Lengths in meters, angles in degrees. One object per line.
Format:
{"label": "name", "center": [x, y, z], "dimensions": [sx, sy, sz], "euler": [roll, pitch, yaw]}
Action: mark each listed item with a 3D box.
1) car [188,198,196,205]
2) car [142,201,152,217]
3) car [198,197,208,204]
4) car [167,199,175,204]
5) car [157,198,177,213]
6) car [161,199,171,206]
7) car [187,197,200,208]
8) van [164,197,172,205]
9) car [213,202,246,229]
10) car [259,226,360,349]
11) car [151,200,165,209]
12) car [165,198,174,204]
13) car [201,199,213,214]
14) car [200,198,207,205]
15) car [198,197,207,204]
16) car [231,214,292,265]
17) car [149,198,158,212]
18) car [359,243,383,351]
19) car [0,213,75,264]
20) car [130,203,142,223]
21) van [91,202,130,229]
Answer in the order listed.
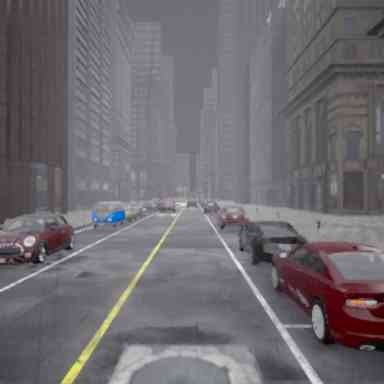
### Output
{"label": "car", "center": [0.031, 2.111, 76.232], "dimensions": [1.837, 1.490, 4.892], "euler": [0, -1, 0]}
{"label": "car", "center": [-5.751, 1.889, 34.554], "dimensions": [2.008, 1.369, 4.403], "euler": [0, -1, 0]}
{"label": "car", "center": [2.793, 2.177, 85.283], "dimensions": [2.192, 1.841, 5.009], "euler": [0, -1, 0]}
{"label": "car", "center": [-5.728, 2.505, 90.917], "dimensions": [1.802, 1.307, 4.206], "euler": [0, -1, 0]}
{"label": "car", "center": [-3.071, 1.906, 43.446], "dimensions": [1.882, 1.535, 5.008], "euler": [0, -1, 0]}
{"label": "car", "center": [-5.735, 2.323, 74.009], "dimensions": [1.802, 1.307, 4.206], "euler": [0, -1, 0]}
{"label": "car", "center": [0.028, 2.093, 59.207], "dimensions": [1.837, 1.490, 4.892], "euler": [0, -1, 0]}
{"label": "van", "center": [-5.734, 2.142, 79.647], "dimensions": [1.690, 1.788, 3.998], "euler": [0, -1, 0]}
{"label": "car", "center": [2.769, 1.667, 23.286], "dimensions": [1.967, 1.590, 4.097], "euler": [0, -1, 0]}
{"label": "car", "center": [2.763, 1.608, 6.378], "dimensions": [1.887, 1.381, 4.507], "euler": [0, -1, 0]}
{"label": "car", "center": [-5.742, 2.132, 57.100], "dimensions": [1.947, 1.339, 4.313], "euler": [0, -1, 0]}
{"label": "car", "center": [-5.731, 2.385, 85.112], "dimensions": [1.752, 1.417, 4.829], "euler": [0, -1, 0]}
{"label": "car", "center": [2.368, 1.921, 40.165], "dimensions": [1.812, 1.442, 4.674], "euler": [0, -1, 0]}
{"label": "car", "center": [2.786, 2.206, 62.738], "dimensions": [1.802, 1.307, 4.206], "euler": [0, -1, 0]}
{"label": "car", "center": [2.796, 2.239, 90.919], "dimensions": [2.192, 1.841, 5.009], "euler": [0, -1, 0]}
{"label": "car", "center": [2.765, 1.684, 12.014], "dimensions": [1.947, 1.339, 4.313], "euler": [0, -1, 0]}
{"label": "car", "center": [-5.747, 1.892, 45.828], "dimensions": [1.967, 1.590, 4.097], "euler": [0, -1, 0]}
{"label": "car", "center": [2.759, 1.324, 0.744], "dimensions": [2.192, 1.841, 5.009], "euler": [0, -1, 0]}
{"label": "car", "center": [-5.761, 1.557, 12.010], "dimensions": [1.967, 1.590, 4.097], "euler": [0, -1, 0]}
{"label": "car", "center": [-5.753, 1.806, 28.749], "dimensions": [1.752, 1.417, 4.829], "euler": [0, -1, 0]}
{"label": "van", "center": [-5.756, 1.568, 23.284], "dimensions": [1.690, 1.788, 3.998], "euler": [0, -1, 0]}
